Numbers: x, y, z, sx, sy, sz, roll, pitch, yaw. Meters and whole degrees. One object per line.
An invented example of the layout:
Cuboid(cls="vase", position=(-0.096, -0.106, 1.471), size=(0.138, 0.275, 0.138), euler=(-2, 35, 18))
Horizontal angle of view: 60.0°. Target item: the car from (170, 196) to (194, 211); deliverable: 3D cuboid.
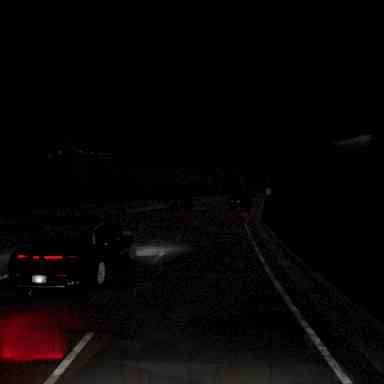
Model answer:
Cuboid(cls="car", position=(-1.149, 1.322, 41.477), size=(2.097, 1.767, 4.553), euler=(0, 0, 12))

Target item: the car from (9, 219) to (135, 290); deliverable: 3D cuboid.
Cuboid(cls="car", position=(-2.895, 1.493, 9.075), size=(1.837, 1.490, 4.892), euler=(0, 0, 4))

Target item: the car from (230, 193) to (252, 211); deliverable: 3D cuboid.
Cuboid(cls="car", position=(6.012, 1.207, 41.501), size=(2.150, 2.045, 5.566), euler=(0, 0, 13))

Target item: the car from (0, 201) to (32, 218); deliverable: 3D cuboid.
Cuboid(cls="car", position=(-16.104, 1.512, 29.125), size=(1.994, 1.385, 4.181), euler=(0, 0, 15))
